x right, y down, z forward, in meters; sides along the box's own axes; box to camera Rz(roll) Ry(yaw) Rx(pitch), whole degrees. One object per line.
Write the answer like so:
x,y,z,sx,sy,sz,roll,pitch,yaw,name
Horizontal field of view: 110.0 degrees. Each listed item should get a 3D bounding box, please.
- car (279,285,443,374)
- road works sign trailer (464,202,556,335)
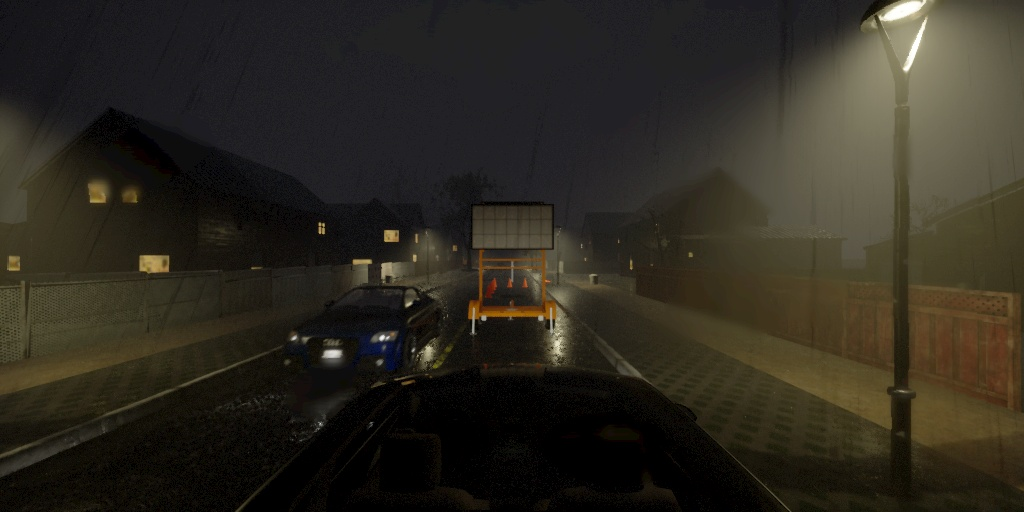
-2.742,1.317,7.476,1.994,1.385,4.181,0,0,0,car
0.012,0.220,10.535,2.380,3.560,2.880,0,0,0,road works sign trailer
